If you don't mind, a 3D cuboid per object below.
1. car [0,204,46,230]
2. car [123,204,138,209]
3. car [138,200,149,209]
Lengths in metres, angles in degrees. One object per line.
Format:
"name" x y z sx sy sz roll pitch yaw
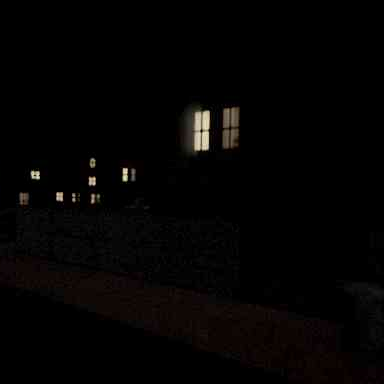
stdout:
"car" -11.396 1.580 22.397 1.882 1.535 5.008 2 0 37
"car" -5.304 1.853 30.647 1.812 1.442 4.674 2 0 36
"car" -1.902 1.673 30.323 2.150 2.045 5.566 2 0 37
